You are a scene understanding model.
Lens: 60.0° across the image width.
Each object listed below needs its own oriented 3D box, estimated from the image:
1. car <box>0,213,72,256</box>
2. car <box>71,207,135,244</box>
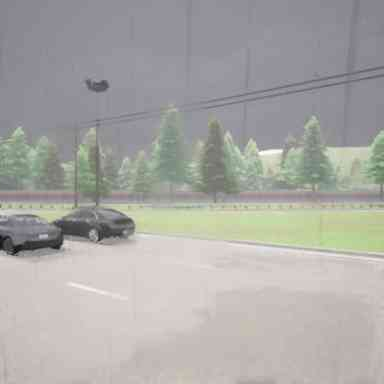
[{"bbox_3d":[-6.976,1.567,13.196,4.181,1.385,1.994,0,0,36],"label":"car"},{"bbox_3d":[-4.860,1.508,15.984,4.892,1.490,1.837,0,0,36],"label":"car"}]
